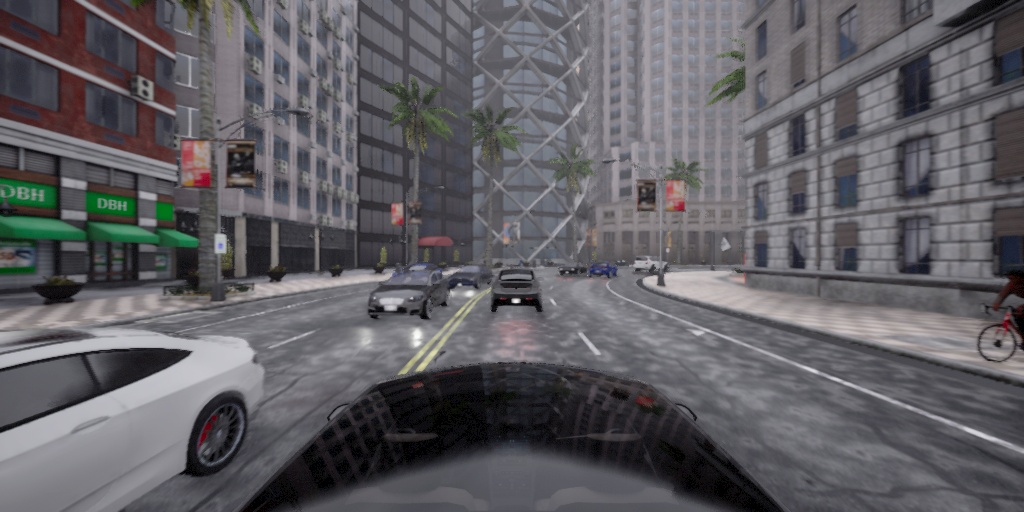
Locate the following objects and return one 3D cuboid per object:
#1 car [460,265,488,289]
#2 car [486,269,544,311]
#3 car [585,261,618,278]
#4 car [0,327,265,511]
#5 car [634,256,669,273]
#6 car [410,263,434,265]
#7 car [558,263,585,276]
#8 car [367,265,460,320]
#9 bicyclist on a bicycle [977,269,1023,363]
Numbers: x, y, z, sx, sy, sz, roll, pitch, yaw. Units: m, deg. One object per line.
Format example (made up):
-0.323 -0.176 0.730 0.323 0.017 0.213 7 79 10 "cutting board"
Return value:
-2.568 1.292 23.592 2.033 1.411 5.357 0 0 11 "car"
0.214 1.254 14.429 1.837 1.490 4.892 0 0 2 "car"
8.812 1.234 34.318 1.882 1.535 5.008 0 0 27 "car"
-3.602 1.272 2.064 1.812 1.442 4.674 0 0 0 "car"
17.503 0.986 44.966 5.566 2.045 2.150 0 0 -39 "car"
-6.171 1.226 23.955 1.882 1.535 5.008 0 0 10 "car"
6.584 1.354 37.477 1.895 1.301 4.718 0 0 30 "car"
-3.450 1.237 12.800 2.128 1.511 4.902 0 0 1 "car"
8.905 1.060 6.230 1.656 1.620 0.582 0 0 0 "bicyclist on a bicycle"
